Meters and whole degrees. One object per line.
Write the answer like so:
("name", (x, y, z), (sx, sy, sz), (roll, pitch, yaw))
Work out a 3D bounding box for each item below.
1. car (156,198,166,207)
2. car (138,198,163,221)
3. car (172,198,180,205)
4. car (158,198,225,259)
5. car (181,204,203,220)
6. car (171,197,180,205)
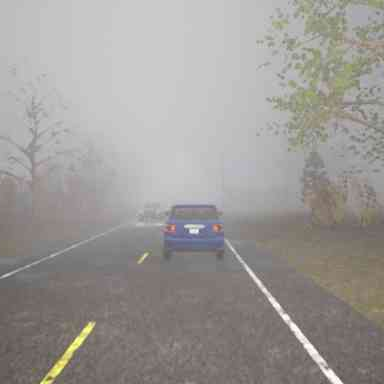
("car", (-6.787, 2.201, 72.330), (2.097, 1.767, 4.553), (0, -1, -7))
("car", (-3.736, 1.750, 31.317), (2.097, 1.767, 4.553), (0, -1, -1))
("car", (-3.909, 2.345, 83.523), (1.882, 1.535, 5.008), (0, -1, 0))
("car", (0.066, 1.395, 13.438), (2.150, 2.045, 5.566), (0, -1, 0))
("car", (-0.037, 1.978, 34.036), (2.033, 1.411, 5.357), (0, -1, 0))
("car", (-3.753, 2.075, 76.163), (2.097, 1.767, 4.553), (0, -1, -2))
